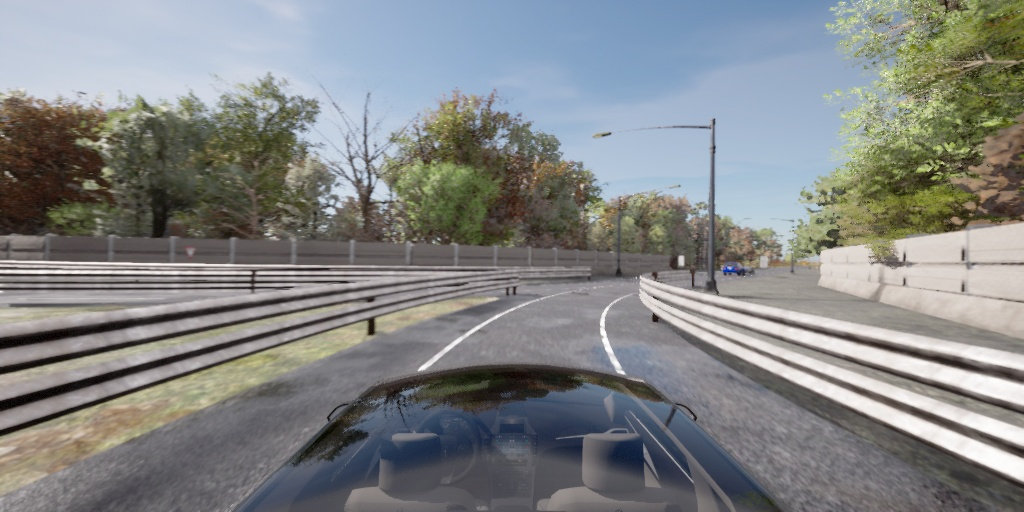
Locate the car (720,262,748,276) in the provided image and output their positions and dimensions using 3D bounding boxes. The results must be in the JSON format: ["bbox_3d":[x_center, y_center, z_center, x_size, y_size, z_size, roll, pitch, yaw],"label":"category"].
[{"bbox_3d":[33.813,2.011,54.654,2.150,2.045,5.566,0,-1,42],"label":"car"}]
